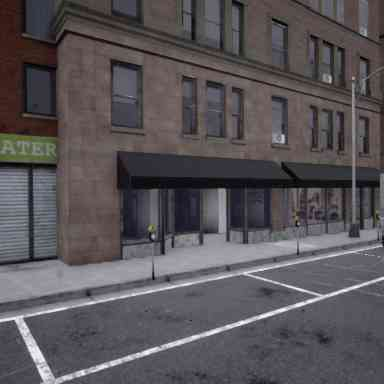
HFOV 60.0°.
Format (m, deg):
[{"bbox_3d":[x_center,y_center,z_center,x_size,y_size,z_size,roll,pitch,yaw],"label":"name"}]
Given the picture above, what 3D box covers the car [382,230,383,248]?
[{"bbox_3d":[9.199,1.540,13.104,4.507,1.381,1.887,0,-1,-35],"label":"car"}]
